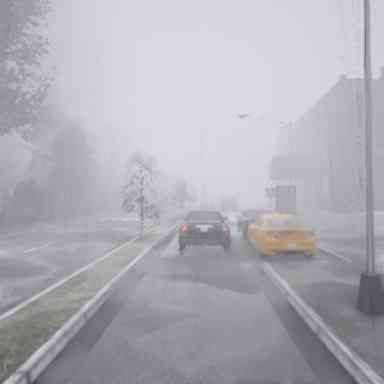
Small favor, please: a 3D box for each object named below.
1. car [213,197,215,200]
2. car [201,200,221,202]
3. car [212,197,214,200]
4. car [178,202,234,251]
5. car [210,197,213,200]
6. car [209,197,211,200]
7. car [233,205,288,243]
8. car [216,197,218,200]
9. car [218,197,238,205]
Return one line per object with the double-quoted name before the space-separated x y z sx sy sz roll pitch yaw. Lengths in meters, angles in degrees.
"car" 6.492 2.236 74.494 2.163 1.488 4.792 0 -1 1
"car" 1.537 1.837 33.257 2.128 1.511 4.902 0 -1 3
"car" 6.556 2.293 80.022 2.002 1.452 4.674 0 0 1
"car" 0.582 1.510 15.171 2.097 1.767 4.553 0 -1 3
"car" 6.570 2.327 85.625 2.163 1.488 4.792 0 0 0
"car" 6.489 2.214 91.126 2.185 1.767 4.553 0 0 -1
"car" 3.689 1.711 18.952 2.163 1.488 4.792 0 -1 3
"car" 5.848 2.058 57.673 2.231 1.521 4.892 0 -1 3
"car" 5.234 1.704 46.636 2.435 2.045 5.566 0 -1 3
